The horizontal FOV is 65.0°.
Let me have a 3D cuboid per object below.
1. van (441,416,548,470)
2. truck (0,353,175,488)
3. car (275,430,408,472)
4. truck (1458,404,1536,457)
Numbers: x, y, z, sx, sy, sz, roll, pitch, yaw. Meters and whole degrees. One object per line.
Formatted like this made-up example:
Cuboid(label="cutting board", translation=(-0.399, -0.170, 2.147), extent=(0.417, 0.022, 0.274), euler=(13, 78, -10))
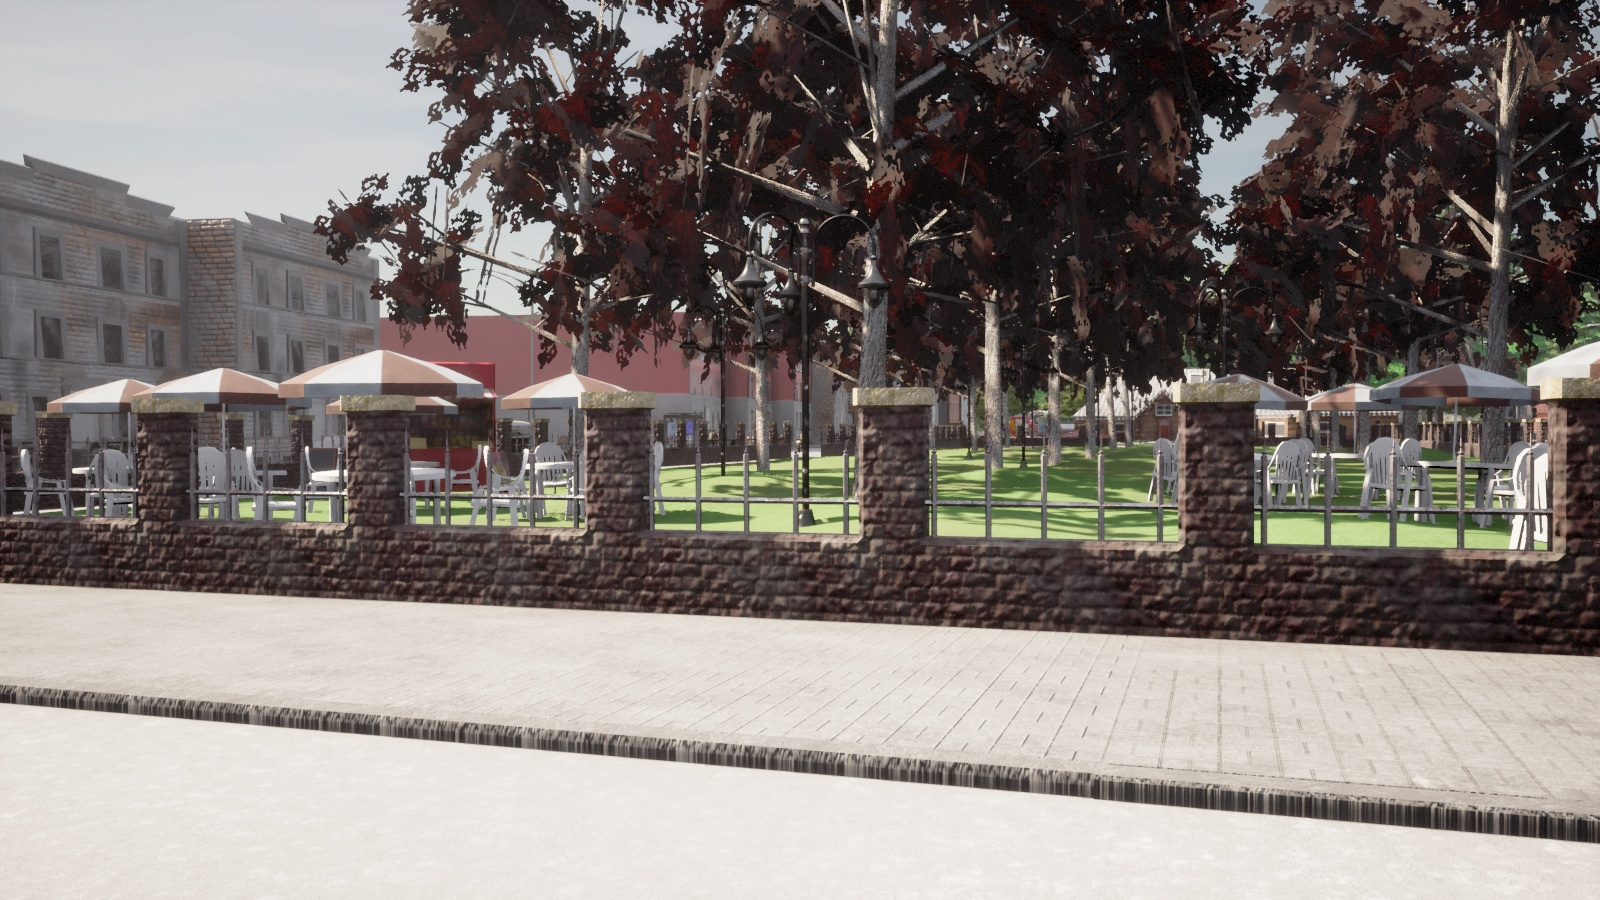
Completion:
Cuboid(label="van", translation=(-12.026, -0.292, 49.764), extent=(2.069, 2.038, 4.480), euler=(1, 1, 18))
Cuboid(label="truck", translation=(-21.365, -0.785, 34.320), extent=(2.891, 3.462, 7.936), euler=(1, 1, 18))
Cuboid(label="car", translation=(-17.109, 0.007, 47.158), extent=(2.163, 1.488, 4.792), euler=(1, 1, 18))
Cuboid(label="truck", translation=(47.844, -1.360, 86.422), extent=(2.891, 3.462, 7.936), euler=(0, 1, 15))
